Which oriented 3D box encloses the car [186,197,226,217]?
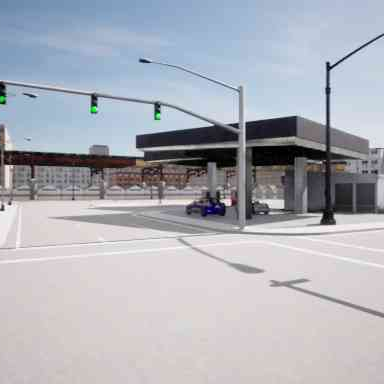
[{"bbox_3d":[1.194,1.297,30.210,2.242,1.667,4.611,0,0,-27],"label":"car"}]

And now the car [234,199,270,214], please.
[{"bbox_3d":[5.966,1.453,33.499,1.970,1.475,3.806,0,0,-27],"label":"car"}]
